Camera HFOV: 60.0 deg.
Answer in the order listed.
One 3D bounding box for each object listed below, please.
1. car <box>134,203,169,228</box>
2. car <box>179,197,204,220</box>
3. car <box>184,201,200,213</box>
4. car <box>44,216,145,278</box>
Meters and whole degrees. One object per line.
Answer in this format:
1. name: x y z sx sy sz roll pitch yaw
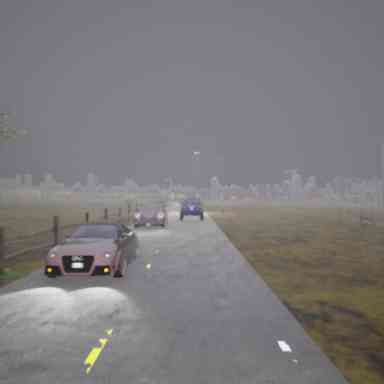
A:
1. car: -2.847 1.575 24.027 2.097 1.767 4.553 0 0 0
2. car: -0.019 1.518 31.176 2.150 2.045 5.566 0 0 0
3. car: 0.012 2.007 45.453 1.994 1.385 4.181 0 -1 0
4. car: -2.852 1.658 10.293 1.994 1.385 4.181 0 -1 0
